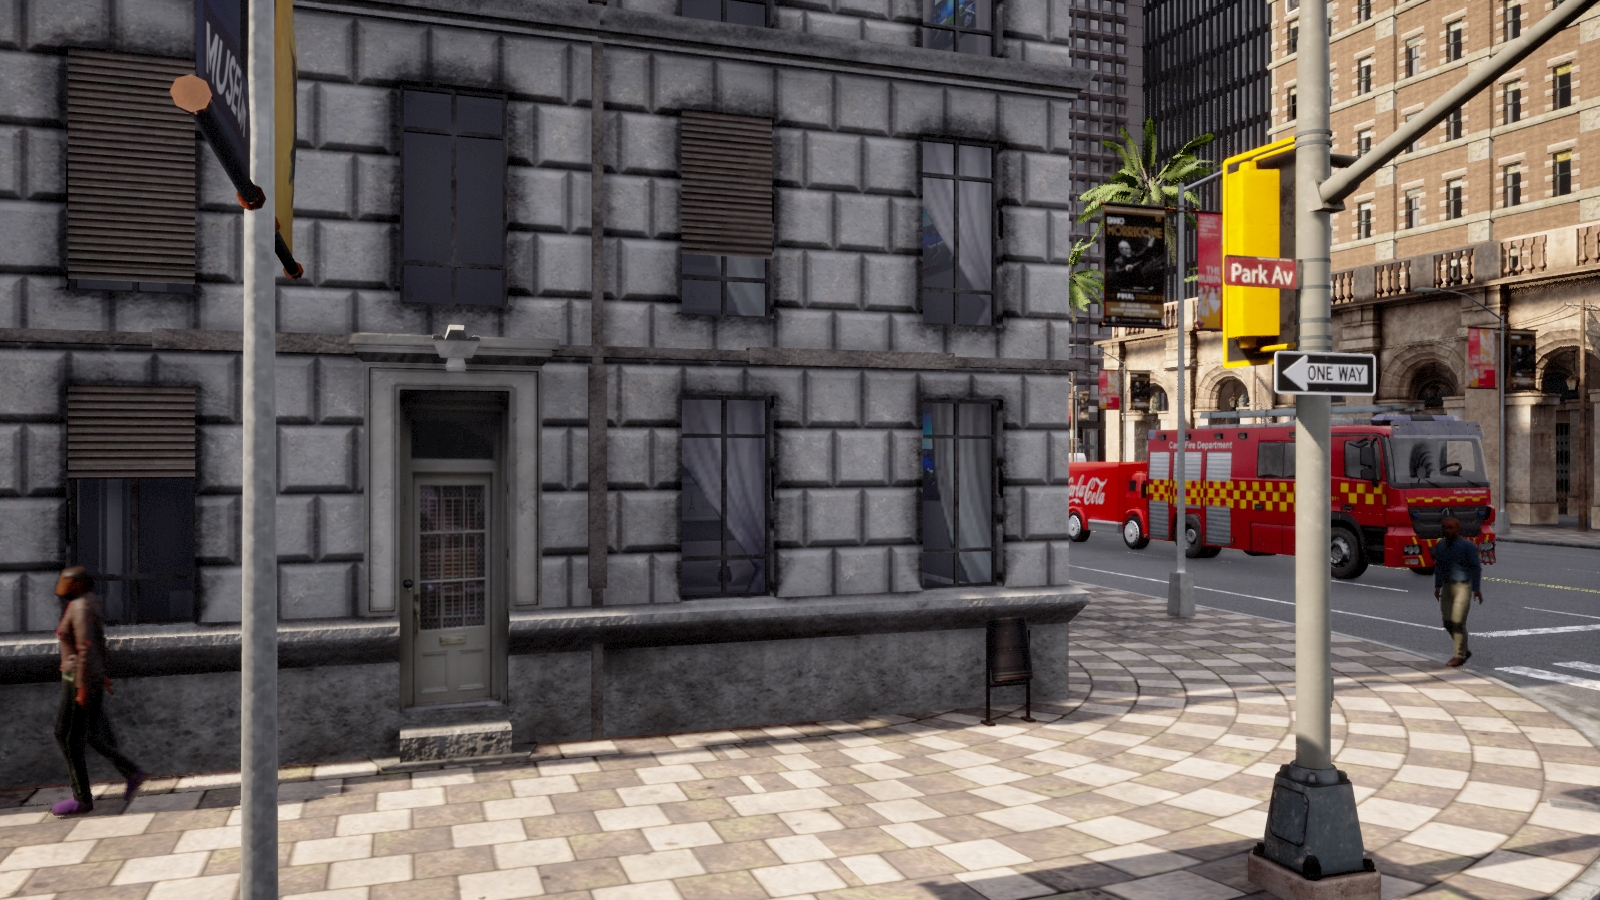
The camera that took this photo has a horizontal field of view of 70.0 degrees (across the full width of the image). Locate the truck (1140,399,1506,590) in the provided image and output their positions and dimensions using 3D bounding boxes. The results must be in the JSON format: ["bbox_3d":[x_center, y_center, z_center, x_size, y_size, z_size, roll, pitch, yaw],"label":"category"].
[{"bbox_3d":[11.966,0.892,27.385,2.891,3.827,8.468,0,0,-19],"label":"truck"}]

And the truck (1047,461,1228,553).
[{"bbox_3d":[9.884,1.568,34.016,2.627,2.467,5.204,0,0,-19],"label":"truck"}]

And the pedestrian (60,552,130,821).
[{"bbox_3d":[-5.129,1.696,8.322,0.375,1.860,0.375,0,0,-21],"label":"pedestrian"}]

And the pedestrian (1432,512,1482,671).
[{"bbox_3d":[7.967,1.699,13.860,0.375,1.860,0.375,0,0,-24],"label":"pedestrian"}]
